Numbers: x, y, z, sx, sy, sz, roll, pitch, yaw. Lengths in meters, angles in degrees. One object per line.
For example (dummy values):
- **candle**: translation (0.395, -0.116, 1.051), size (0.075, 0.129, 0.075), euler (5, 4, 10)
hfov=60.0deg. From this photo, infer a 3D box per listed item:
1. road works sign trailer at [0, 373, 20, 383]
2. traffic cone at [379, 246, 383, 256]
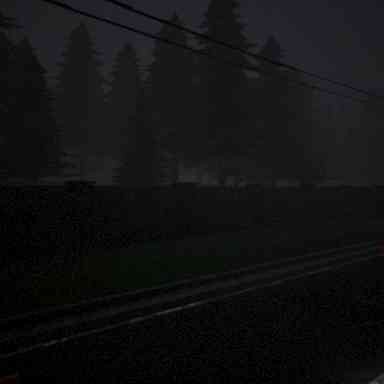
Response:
- **road works sign trailer**: translation (-2.802, 0.494, 2.303), size (2.880, 3.560, 2.380), euler (-1, 0, -37)
- **traffic cone**: translation (6.636, 1.897, 11.384), size (0.340, 0.580, 0.340), euler (-1, 0, -37)
